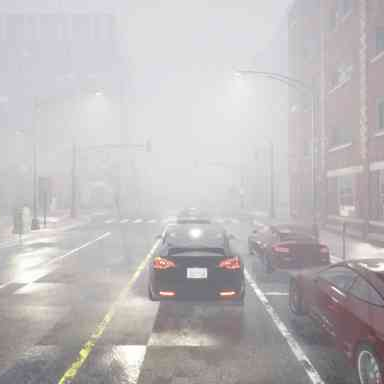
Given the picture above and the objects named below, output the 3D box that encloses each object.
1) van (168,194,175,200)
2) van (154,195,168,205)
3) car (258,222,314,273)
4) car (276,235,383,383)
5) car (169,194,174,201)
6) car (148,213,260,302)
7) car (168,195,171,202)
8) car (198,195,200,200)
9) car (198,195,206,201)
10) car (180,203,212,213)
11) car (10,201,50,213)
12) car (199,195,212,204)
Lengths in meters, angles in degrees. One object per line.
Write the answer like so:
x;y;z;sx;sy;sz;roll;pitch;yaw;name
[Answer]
-5.756;1.376;93.490;1.690;1.788;3.998;1;0;0;van
-5.727;1.359;59.576;1.690;1.788;3.998;1;0;0;van
2.829;1.585;10.291;1.802;1.307;4.206;1;0;0;car
2.663;1.583;4.635;1.802;1.307;4.206;1;0;0;car
-5.745;1.607;76.533;1.802;1.307;4.206;1;0;0;car
0.093;1.506;8.336;2.163;1.488;4.792;0;0;0;car
-5.735;1.602;65.228;1.802;1.307;4.206;1;0;0;car
2.631;1.573;82.155;1.887;1.381;4.507;1;0;0;car
2.626;1.597;87.806;1.947;1.339;4.313;1;0;0;car
0.086;1.552;17.608;2.033;1.411;5.357;0;0;-1;car
-18.744;1.730;38.655;4.313;1.339;1.947;0;-1;0;car
2.650;1.544;59.714;1.752;1.417;4.829;1;0;0;car
